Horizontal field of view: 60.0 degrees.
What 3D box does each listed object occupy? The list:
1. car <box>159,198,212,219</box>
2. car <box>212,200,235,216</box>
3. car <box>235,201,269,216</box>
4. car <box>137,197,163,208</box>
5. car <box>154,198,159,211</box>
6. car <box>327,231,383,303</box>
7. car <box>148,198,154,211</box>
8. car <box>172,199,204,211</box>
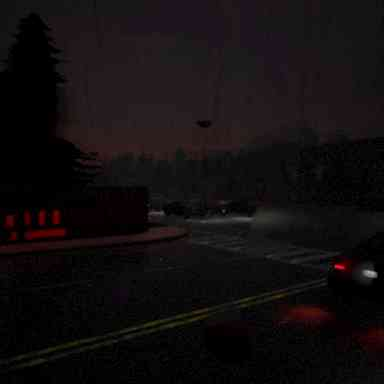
[{"bbox_3d":[-0.699,1.512,30.082,1.882,1.535,5.008,0,0,-35],"label":"car"},{"bbox_3d":[1.553,1.532,32.960,2.128,1.511,4.902,0,0,-35],"label":"car"},{"bbox_3d":[5.237,1.596,33.813,2.033,1.411,5.357,0,0,-35],"label":"car"},{"bbox_3d":[-6.423,1.574,50.356,1.812,1.442,4.674,0,0,-35],"label":"car"},{"bbox_3d":[-4.265,1.546,41.208,1.837,1.490,4.892,0,0,-35],"label":"car"},{"bbox_3d":[5.270,1.565,7.674,5.357,1.411,2.033,0,0,-38],"label":"car"},{"bbox_3d":[-6.652,1.539,38.521,1.837,1.490,4.892,0,0,-35],"label":"car"},{"bbox_3d":[-0.523,1.612,41.979,1.994,1.385,4.181,0,0,-35],"label":"car"}]
